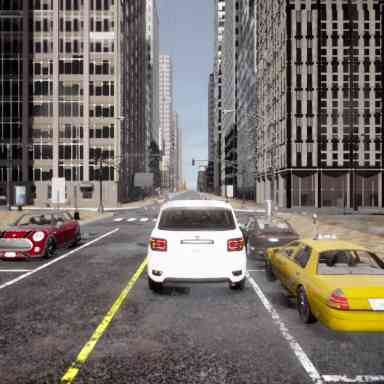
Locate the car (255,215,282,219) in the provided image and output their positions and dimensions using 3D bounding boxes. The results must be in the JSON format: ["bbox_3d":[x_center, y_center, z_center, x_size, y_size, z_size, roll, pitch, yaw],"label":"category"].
[{"bbox_3d":[2.702,1.548,12.425,2.008,1.369,4.403,0,0,0],"label":"car"}]

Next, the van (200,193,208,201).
[{"bbox_3d":[2.753,1.239,78.738,1.690,1.788,3.998,0,0,0],"label":"van"}]

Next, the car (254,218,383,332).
[{"bbox_3d":[2.697,1.525,6.927,1.752,1.417,4.829,0,0,0],"label":"car"}]

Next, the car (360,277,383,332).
[{"bbox_3d":[2.693,1.551,1.086,2.008,1.369,4.403,0,0,0],"label":"car"}]

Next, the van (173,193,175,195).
[{"bbox_3d":[-5.622,1.225,84.433,1.690,1.788,3.998,0,0,0],"label":"van"}]

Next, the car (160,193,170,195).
[{"bbox_3d":[-5.736,1.380,61.693,1.967,1.590,4.097,0,0,0],"label":"car"}]

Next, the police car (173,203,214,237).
[{"bbox_3d":[0.111,1.497,19.132,2.038,1.542,4.974,0,0,1],"label":"police car"}]

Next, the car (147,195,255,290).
[{"bbox_3d":[0.107,1.220,9.212,2.150,2.045,5.566,0,0,0],"label":"car"}]

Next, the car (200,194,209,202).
[{"bbox_3d":[2.748,1.353,73.053,1.967,1.590,4.097,0,0,0],"label":"car"}]

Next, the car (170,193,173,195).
[{"bbox_3d":[-5.665,1.242,67.378,2.192,1.841,5.009,0,0,0],"label":"car"}]

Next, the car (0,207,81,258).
[{"bbox_3d":[-5.678,1.437,12.430,1.967,1.590,4.097,0,0,0],"label":"car"}]

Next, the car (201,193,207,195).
[{"bbox_3d":[2.836,1.380,61.685,1.967,1.590,4.097,0,0,0],"label":"car"}]
